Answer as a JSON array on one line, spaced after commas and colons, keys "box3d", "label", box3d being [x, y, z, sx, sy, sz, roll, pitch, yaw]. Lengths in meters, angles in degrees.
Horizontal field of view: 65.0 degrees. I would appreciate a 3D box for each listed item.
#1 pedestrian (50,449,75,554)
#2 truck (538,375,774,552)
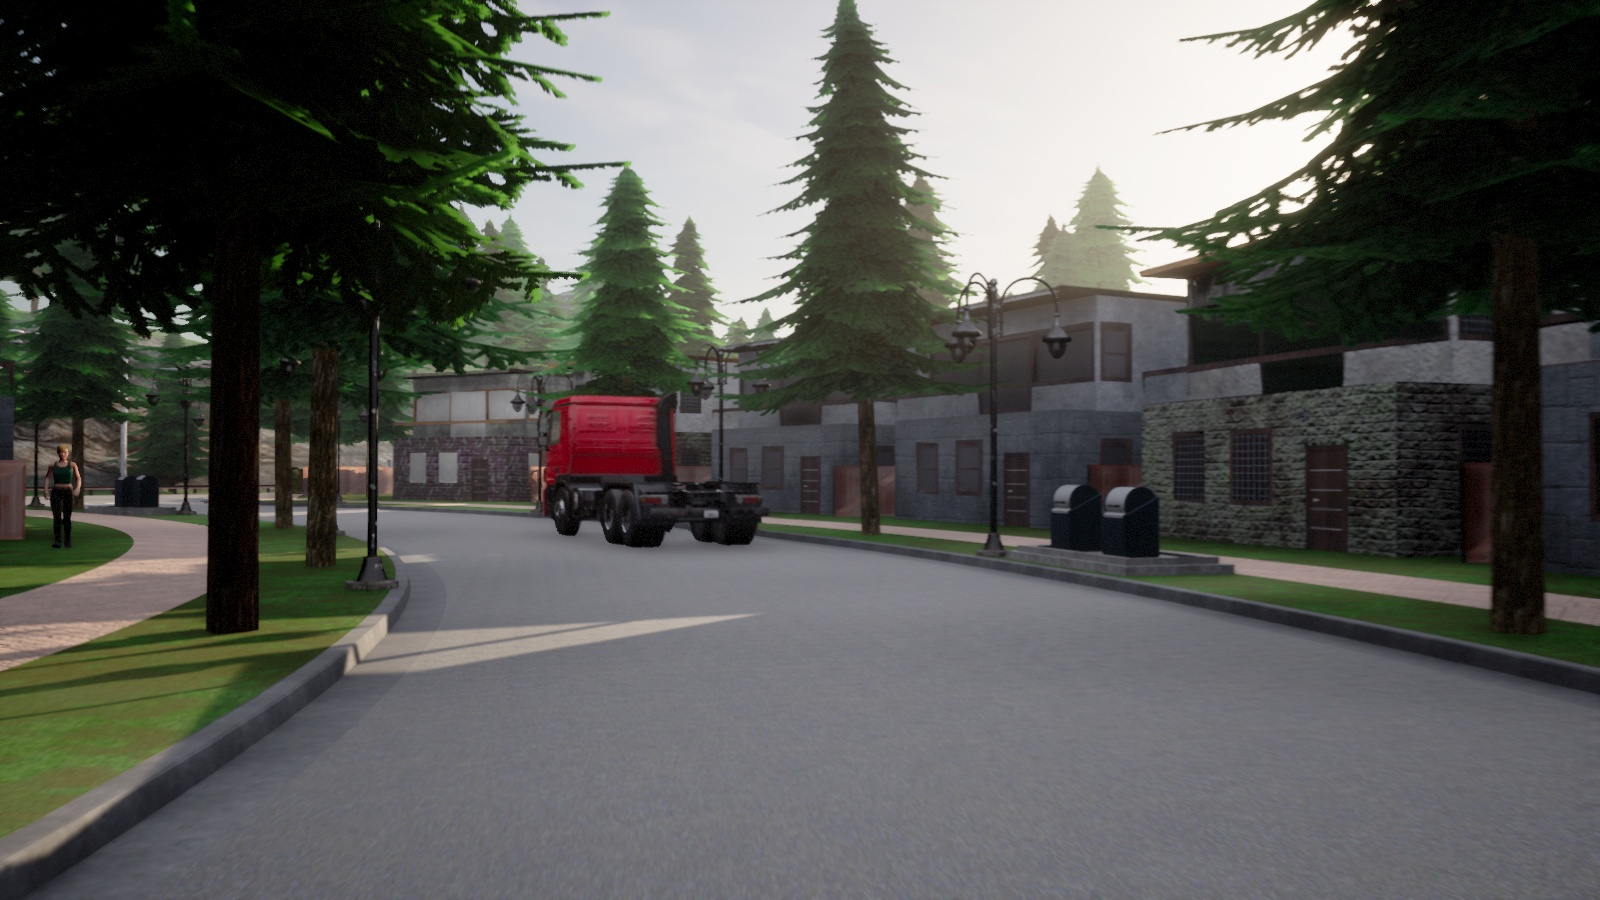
[{"box3d": [-12.996, 0.898, 22.132, 0.345, 1.836, 0.594, 0, -1, -27], "label": "pedestrian"}, {"box3d": [-3.585, 0.333, 28.817, 2.891, 3.462, 7.936, 0, -1, -26], "label": "truck"}]
